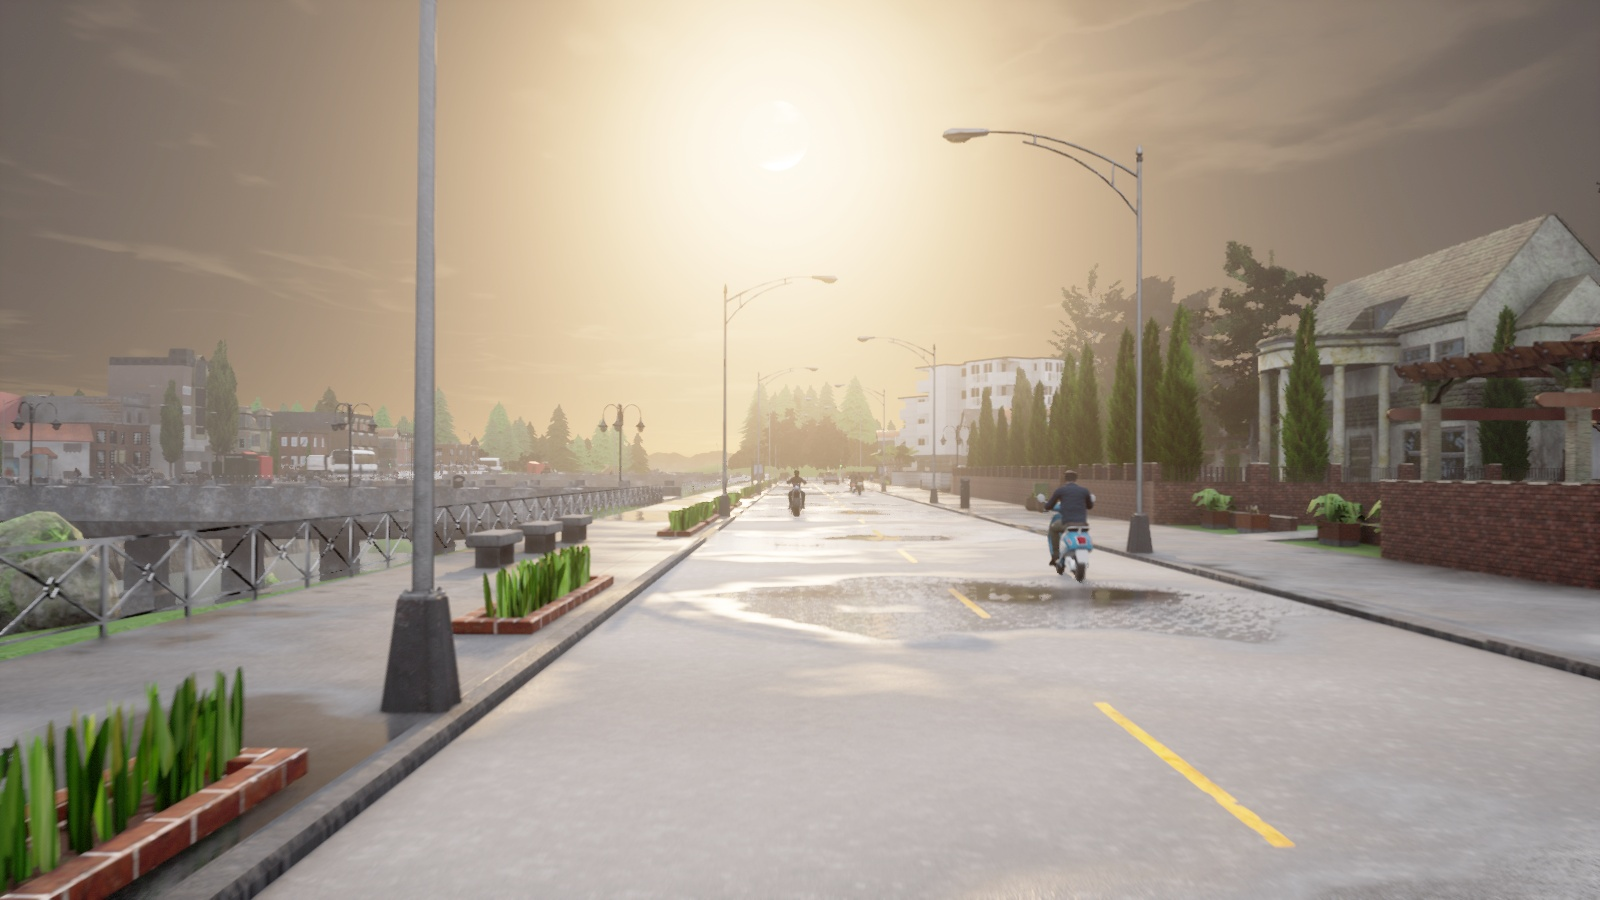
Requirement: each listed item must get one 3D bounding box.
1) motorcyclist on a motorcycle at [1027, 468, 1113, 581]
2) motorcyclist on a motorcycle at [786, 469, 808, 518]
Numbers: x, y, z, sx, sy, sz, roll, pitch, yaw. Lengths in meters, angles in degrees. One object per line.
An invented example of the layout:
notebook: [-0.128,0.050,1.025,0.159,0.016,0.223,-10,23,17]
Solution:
motorcyclist on a motorcycle: [3.956,1.062,18.532,0.866,1.590,1.817,0,-1,0]
motorcyclist on a motorcycle: [-0.104,1.498,43.749,0.766,1.649,2.350,0,-1,0]
